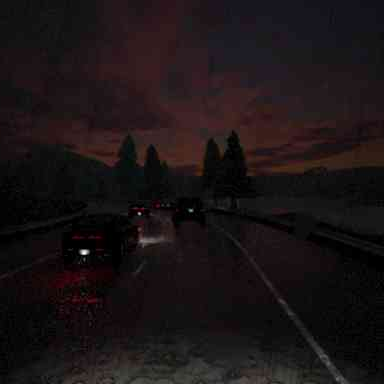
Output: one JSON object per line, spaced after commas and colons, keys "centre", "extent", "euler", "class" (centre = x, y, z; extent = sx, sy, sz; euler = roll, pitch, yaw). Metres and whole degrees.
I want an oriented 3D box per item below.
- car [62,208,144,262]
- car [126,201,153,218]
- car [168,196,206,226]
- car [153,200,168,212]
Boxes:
{"centre": [-3.181, 1.540, 12.311], "extent": [1.837, 1.490, 4.892], "euler": [0, 0, 0], "class": "car"}
{"centre": [-4.951, 1.594, 30.739], "extent": [1.837, 1.490, 4.892], "euler": [0, 0, -11], "class": "car"}
{"centre": [-0.359, 1.297, 24.283], "extent": [2.150, 2.045, 5.566], "euler": [0, 0, -6], "class": "car"}
{"centre": [-4.201, 1.670, 41.591], "extent": [2.033, 1.411, 5.357], "euler": [0, 0, -19], "class": "car"}
